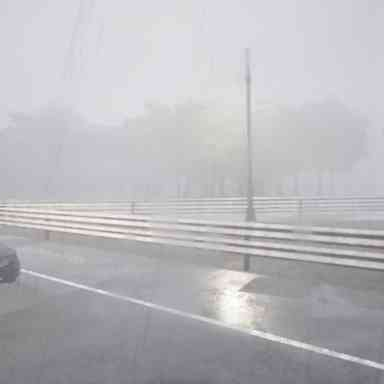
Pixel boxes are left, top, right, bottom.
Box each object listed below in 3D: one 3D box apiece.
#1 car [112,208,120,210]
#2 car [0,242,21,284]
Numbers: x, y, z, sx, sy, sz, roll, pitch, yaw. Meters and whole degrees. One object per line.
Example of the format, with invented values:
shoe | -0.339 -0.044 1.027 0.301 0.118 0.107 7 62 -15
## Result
car | -3.575 1.157 25.925 5.357 1.411 2.033 -1 0 7
car | -6.199 1.554 8.406 4.181 1.385 1.994 0 0 36
